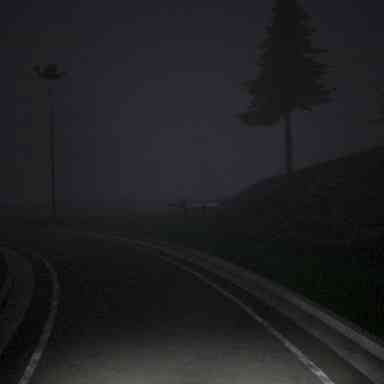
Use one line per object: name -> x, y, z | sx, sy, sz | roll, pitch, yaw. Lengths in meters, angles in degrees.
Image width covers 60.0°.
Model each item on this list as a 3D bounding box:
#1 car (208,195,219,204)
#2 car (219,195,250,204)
car -> 5.169, 1.229, 57.126 | 5.357, 1.411, 2.033 | -2, 0, -35
car -> 7.251, 1.239, 54.328 | 4.718, 1.301, 1.895 | -2, 0, -35
